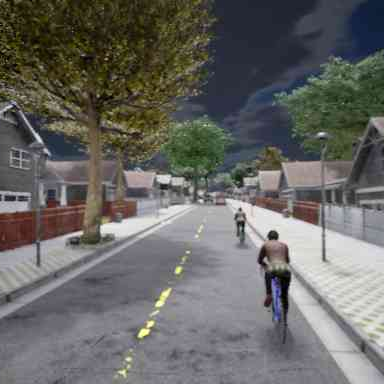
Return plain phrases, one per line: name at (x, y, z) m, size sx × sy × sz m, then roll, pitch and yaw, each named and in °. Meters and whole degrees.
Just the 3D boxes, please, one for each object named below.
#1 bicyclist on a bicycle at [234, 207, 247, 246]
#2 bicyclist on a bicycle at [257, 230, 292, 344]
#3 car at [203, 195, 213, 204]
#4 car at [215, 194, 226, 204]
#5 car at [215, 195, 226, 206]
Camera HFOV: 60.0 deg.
bicyclist on a bicycle at (2.122, 1.500, 14.462) m, size 0.582 × 1.620 × 1.656 m, roll -1°, pitch -1°, yaw 5°
bicyclist on a bicycle at (1.370, 1.464, 5.477) m, size 0.582 × 1.620 × 1.656 m, roll -1°, pitch -1°, yaw 5°
car at (3.802, 1.630, 76.685) m, size 2.150 × 2.045 × 5.566 m, roll -1°, pitch 0°, yaw 5°
car at (6.321, 1.584, 73.783) m, size 2.150 × 2.045 × 5.566 m, roll -1°, pitch 0°, yaw 5°
car at (5.519, 1.862, 63.080) m, size 1.994 × 1.385 × 4.181 m, roll -1°, pitch 0°, yaw 5°
